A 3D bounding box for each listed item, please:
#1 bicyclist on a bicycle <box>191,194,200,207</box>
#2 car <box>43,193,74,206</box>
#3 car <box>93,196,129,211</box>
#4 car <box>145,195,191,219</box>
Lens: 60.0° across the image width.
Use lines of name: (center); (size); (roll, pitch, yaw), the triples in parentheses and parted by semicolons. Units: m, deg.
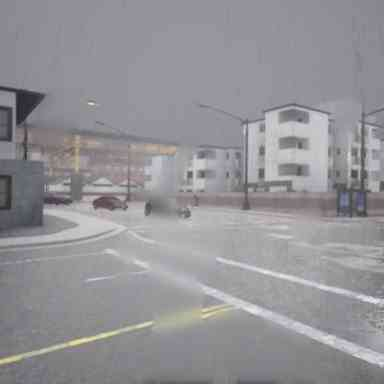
bicyclist on a bicycle: (0.467, 1.117, 41.666); (0.582, 1.620, 1.656); (2, 0, 44)
car: (-16.990, 0.874, 40.617); (5.357, 1.411, 2.033); (2, 0, 27)
car: (-8.577, 1.144, 34.736); (4.674, 1.442, 1.812); (2, 1, 41)
car: (-2.027, 1.208, 27.396); (2.097, 1.767, 4.553); (1, 1, -38)
